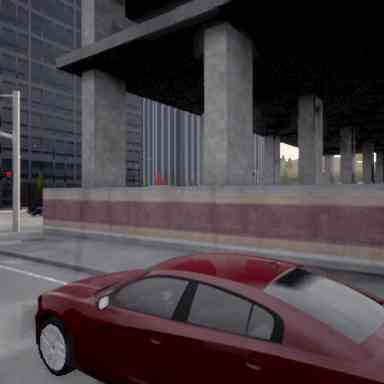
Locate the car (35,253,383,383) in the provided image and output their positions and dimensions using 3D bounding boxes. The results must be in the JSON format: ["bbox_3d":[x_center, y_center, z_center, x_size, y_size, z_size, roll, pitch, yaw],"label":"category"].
[{"bbox_3d":[0.142,1.483,3.888,5.008,1.535,1.882,0,0,35],"label":"car"}]

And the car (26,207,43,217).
[{"bbox_3d":[-13.985,1.733,33.444,1.895,1.301,4.718,0,0,36],"label":"car"}]
